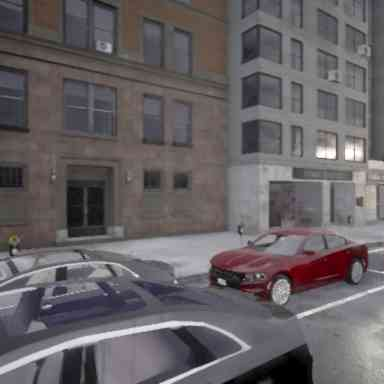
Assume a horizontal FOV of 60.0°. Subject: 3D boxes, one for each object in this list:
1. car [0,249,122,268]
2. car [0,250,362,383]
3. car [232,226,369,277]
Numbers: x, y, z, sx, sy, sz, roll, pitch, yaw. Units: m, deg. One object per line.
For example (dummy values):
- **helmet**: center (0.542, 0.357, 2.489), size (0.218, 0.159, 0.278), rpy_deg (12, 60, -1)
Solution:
- **car**: center (-2.200, 1.551, 4.619), size (4.403, 1.369, 2.008), rpy_deg (0, 0, -35)
- **car**: center (-1.191, 1.492, 2.201), size (4.902, 1.511, 2.128), rpy_deg (0, 0, -36)
- **car**: center (2.427, 1.544, 7.917), size (4.507, 1.381, 1.887), rpy_deg (0, 0, -35)
